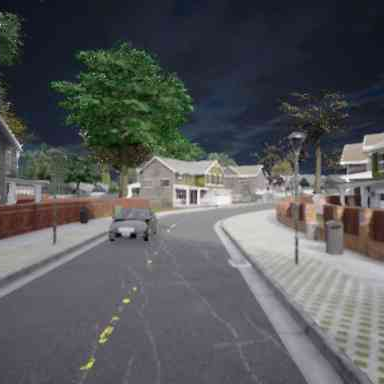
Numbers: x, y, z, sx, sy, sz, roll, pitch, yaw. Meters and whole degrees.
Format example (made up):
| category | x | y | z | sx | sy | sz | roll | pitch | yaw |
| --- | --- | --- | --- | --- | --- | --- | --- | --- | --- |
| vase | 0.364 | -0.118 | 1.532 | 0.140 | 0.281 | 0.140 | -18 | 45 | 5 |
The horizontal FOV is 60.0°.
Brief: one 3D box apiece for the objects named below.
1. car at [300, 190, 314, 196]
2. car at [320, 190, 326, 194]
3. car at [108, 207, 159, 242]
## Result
| category | x | y | z | sx | sy | sz | roll | pitch | yaw |
| --- | --- | --- | --- | --- | --- | --- | --- | --- | --- |
| car | 20.630 | 1.005 | 59.756 | 1.882 | 1.535 | 5.008 | -1 | 1 | 32 |
| car | 26.122 | 0.544 | 68.395 | 2.150 | 2.045 | 5.566 | -1 | 1 | 32 |
| car | -2.795 | 1.540 | 16.675 | 2.128 | 1.511 | 4.902 | 0 | 0 | 1 |
